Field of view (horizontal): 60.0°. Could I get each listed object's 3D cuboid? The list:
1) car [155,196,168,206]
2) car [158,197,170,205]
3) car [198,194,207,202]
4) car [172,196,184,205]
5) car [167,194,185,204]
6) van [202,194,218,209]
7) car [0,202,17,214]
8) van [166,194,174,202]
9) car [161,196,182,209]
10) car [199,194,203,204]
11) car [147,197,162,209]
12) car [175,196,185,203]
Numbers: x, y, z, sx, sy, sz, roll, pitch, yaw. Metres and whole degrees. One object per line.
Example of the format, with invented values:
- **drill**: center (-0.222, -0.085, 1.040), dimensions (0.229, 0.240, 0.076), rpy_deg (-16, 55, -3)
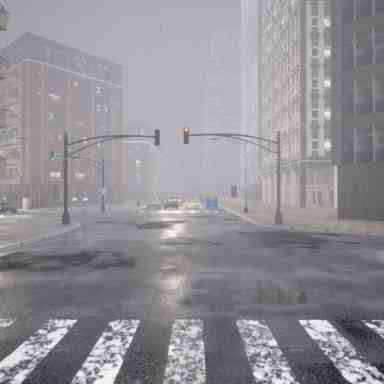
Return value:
- **car**: center (-5.196, 1.510, 57.103), dimensions (1.967, 1.590, 4.097), rpy_deg (0, 0, 0)
- **car**: center (-5.185, 1.650, 62.655), dimensions (1.947, 1.339, 4.313), rpy_deg (0, 0, 0)
- **car**: center (2.739, 1.467, 84.850), dimensions (2.192, 1.841, 5.009), rpy_deg (0, 0, 0)
- **car**: center (-2.666, 1.580, 64.093), dimensions (2.128, 1.511, 4.902), rpy_deg (0, 0, 1)
- **car**: center (-2.713, 1.415, 54.253), dimensions (2.097, 1.767, 4.553), rpy_deg (0, 0, 0)
- **van**: center (2.663, 1.386, 45.982), dimensions (1.690, 1.788, 3.998), rpy_deg (0, 0, 0)
- **car**: center (-21.071, 1.789, 36.702), dimensions (4.718, 1.301, 1.895), rpy_deg (-1, -1, 41)
- **van**: center (-5.150, 1.474, 79.311), dimensions (1.690, 1.788, 3.998), rpy_deg (0, 0, 0)
- **car**: center (-2.737, 1.644, 45.127), dimensions (1.895, 1.301, 4.718), rpy_deg (0, 0, 0)
- **car**: center (2.707, 1.644, 68.191), dimensions (1.887, 1.381, 4.507), rpy_deg (0, 0, 0)
- **car**: center (-5.219, 1.570, 45.828), dimensions (1.752, 1.417, 4.829), rpy_deg (0, 0, 0)
- **car**: center (-2.599, 1.669, 73.975), dimensions (1.994, 1.385, 4.181), rpy_deg (0, 0, 0)
